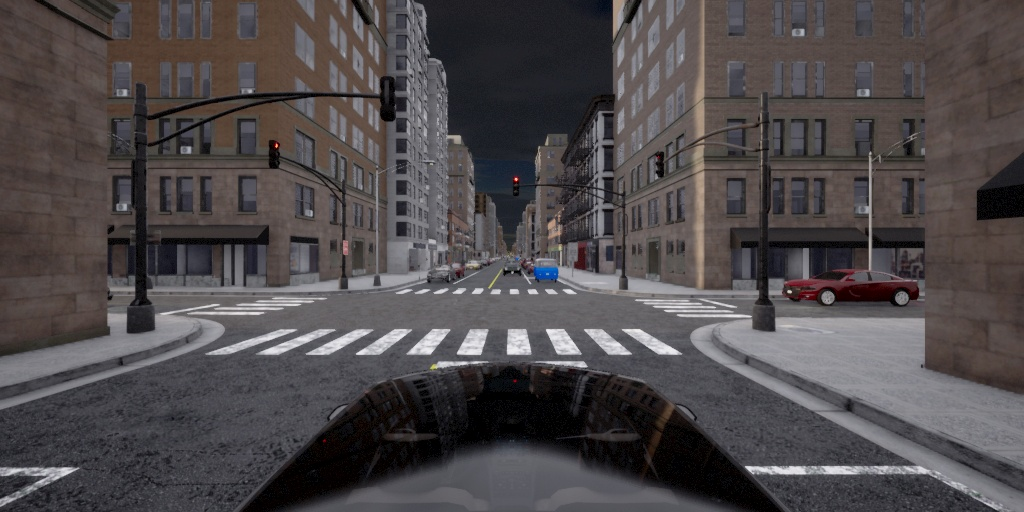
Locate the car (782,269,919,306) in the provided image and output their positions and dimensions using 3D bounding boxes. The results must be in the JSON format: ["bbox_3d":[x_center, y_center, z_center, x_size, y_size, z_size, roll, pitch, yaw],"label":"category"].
[{"bbox_3d":[14.788,1.326,15.848,5.008,1.535,1.882,0,0,1],"label":"car"}]

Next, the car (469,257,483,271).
[{"bbox_3d":[-5.483,1.269,50.516,1.751,1.417,4.829,0,0,0],"label":"car"}]

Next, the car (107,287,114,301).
[{"bbox_3d":[-17.752,1.198,12.787,5.357,1.411,2.033,0,0,0],"label":"car"}]

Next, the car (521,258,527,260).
[{"bbox_3d":[2.542,1.326,50.708,1.802,1.307,4.207,0,0,0],"label":"car"}]

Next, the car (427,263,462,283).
[{"bbox_3d":[-5.439,1.299,27.958,2.007,1.370,4.403,0,0,0],"label":"car"}]

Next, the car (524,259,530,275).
[{"bbox_3d":[2.564,1.330,39.345,1.802,1.307,4.207,0,0,0],"label":"car"}]

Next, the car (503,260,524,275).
[{"bbox_3d":[0.028,1.349,38.519,1.895,1.301,4.718,0,0,0],"label":"car"}]

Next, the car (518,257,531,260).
[{"bbox_3d":[2.531,1.054,56.390,2.192,1.841,5.009,0,0,0],"label":"car"}]

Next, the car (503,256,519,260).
[{"bbox_3d":[-0.075,1.087,62.167,2.097,1.767,4.553,0,0,0],"label":"car"}]

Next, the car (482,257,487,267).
[{"bbox_3d":[-5.494,1.305,56.368,1.948,1.339,4.313,0,0,0],"label":"car"}]

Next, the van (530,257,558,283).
[{"bbox_3d":[2.586,1.089,27.982,1.690,1.789,3.998,0,0,0],"label":"van"}]

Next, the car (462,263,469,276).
[{"bbox_3d":[-5.450,1.293,33.640,1.888,1.381,4.507,0,0,0],"label":"car"}]
